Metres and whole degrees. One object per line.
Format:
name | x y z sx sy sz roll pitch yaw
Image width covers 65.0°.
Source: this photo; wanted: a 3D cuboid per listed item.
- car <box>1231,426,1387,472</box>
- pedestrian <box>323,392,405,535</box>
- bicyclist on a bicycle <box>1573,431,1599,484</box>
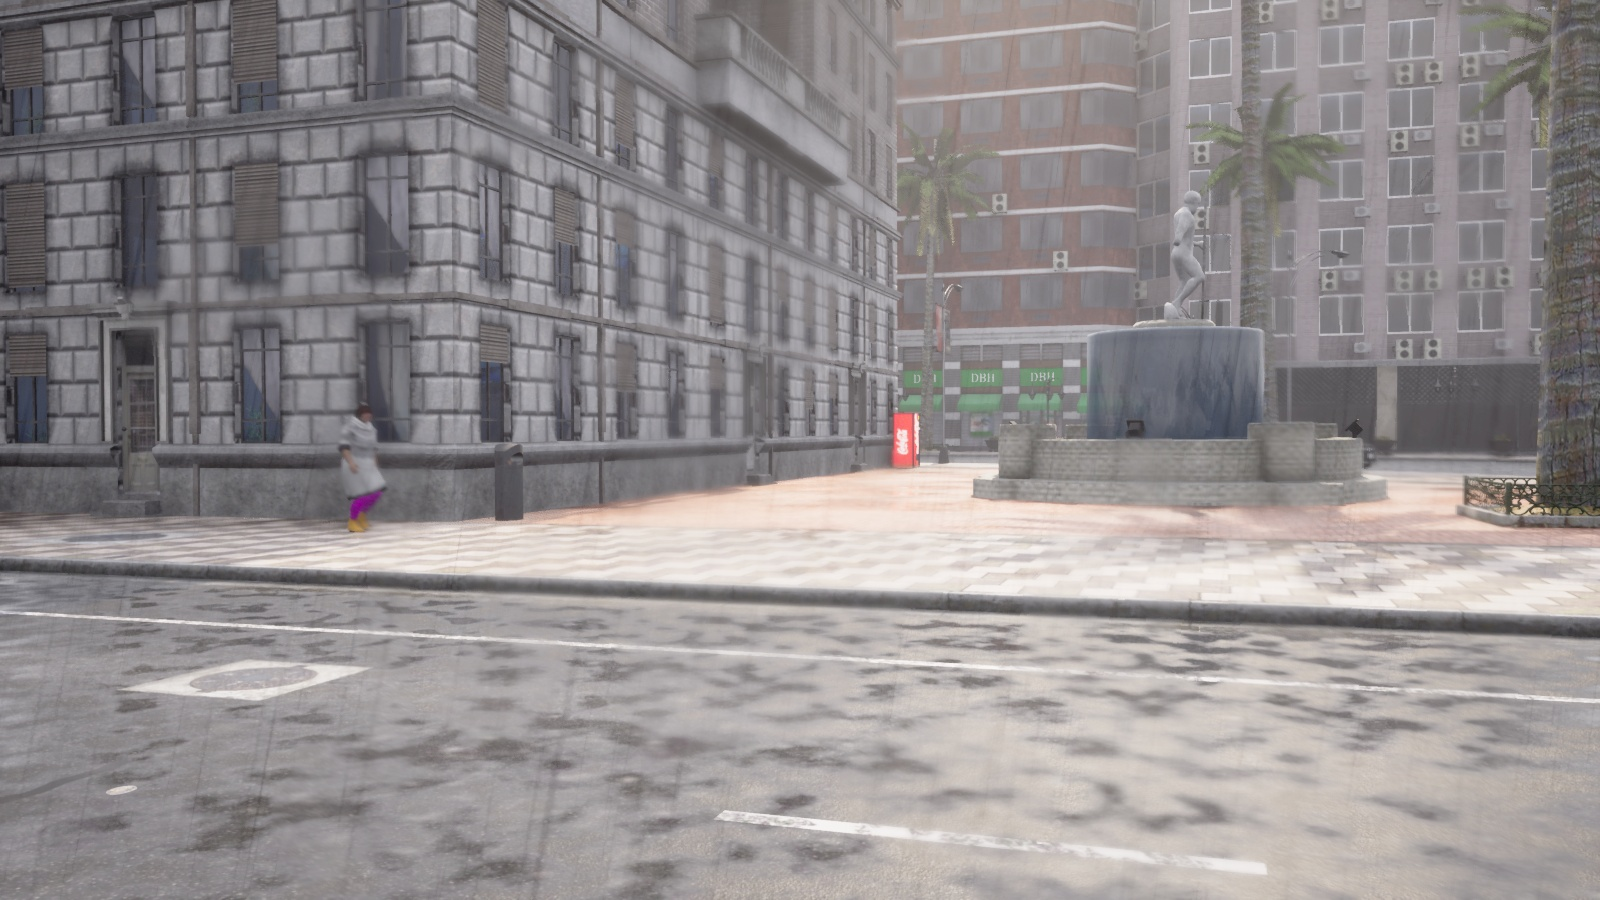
car | 19.231 -0.085 47.608 2.152 1.651 5.027 -1 1 -42
pedestrian | -6.105 0.179 17.588 0.873 1.952 0.659 1 1 24
bicyclist on a bicycle | 24.839 0.237 38.685 0.866 1.612 1.509 -1 1 -23
